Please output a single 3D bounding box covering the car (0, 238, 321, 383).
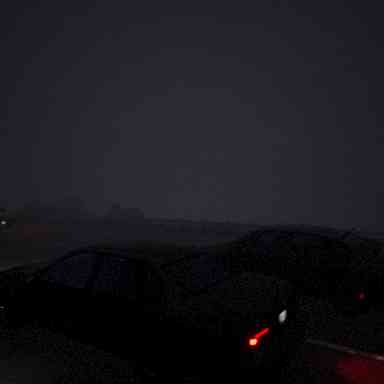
[{"bbox_3d":[-1.058,1.491,5.202,5.357,1.411,2.033,0,1,32],"label":"car"}]

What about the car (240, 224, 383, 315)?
[{"bbox_3d":[2.100,1.431,7.234,5.357,1.411,2.033,0,1,33],"label":"car"}]

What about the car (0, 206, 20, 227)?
[{"bbox_3d":[-12.871,1.498,20.383,4.718,1.301,1.895,0,1,27],"label":"car"}]
